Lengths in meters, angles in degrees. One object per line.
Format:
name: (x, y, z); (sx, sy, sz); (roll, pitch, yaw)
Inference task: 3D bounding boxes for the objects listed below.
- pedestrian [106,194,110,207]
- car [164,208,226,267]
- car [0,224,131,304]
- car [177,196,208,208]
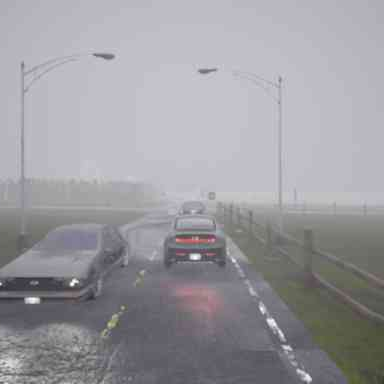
pedestrian: (-12.174, 1.203, 48.343); (0.375, 1.860, 0.375); (0, -2, 0)
car: (0.097, 1.520, 11.412); (1.837, 1.490, 4.892); (0, 0, 0)
car: (-2.851, 1.560, 8.607); (2.033, 1.411, 5.357); (0, 0, 0)
car: (0.094, 1.386, 24.423); (2.097, 1.767, 4.553); (0, 0, 0)
